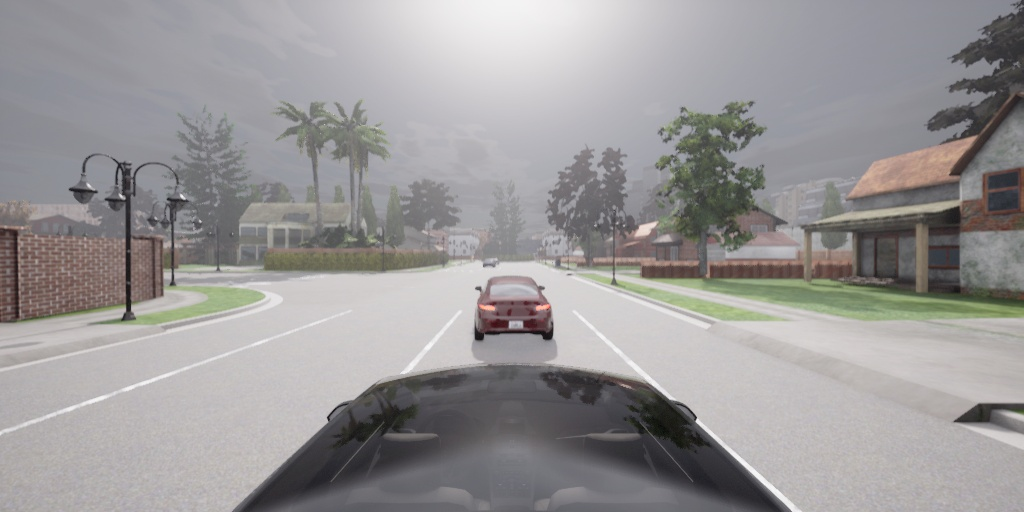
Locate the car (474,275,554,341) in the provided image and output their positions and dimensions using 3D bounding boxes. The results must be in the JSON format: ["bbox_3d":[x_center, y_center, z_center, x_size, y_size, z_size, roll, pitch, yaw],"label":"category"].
[{"bbox_3d":[-0.027,1.248,9.711,1.812,1.442,4.674,0,0,-3],"label":"car"}]

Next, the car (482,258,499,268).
[{"bbox_3d":[-3.565,1.110,56.479,2.033,1.411,5.357,0,0,0],"label":"car"}]
